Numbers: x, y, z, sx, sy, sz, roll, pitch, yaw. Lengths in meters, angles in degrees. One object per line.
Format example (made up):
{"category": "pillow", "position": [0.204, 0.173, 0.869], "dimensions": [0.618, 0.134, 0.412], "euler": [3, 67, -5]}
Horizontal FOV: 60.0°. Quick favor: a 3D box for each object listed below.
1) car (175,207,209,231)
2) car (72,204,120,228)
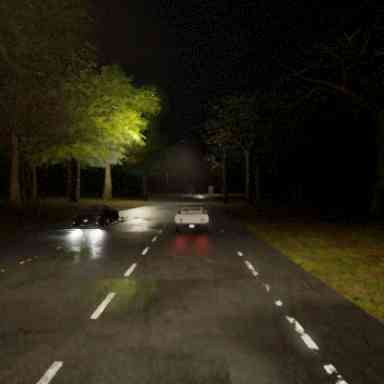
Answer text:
{"category": "car", "position": [-0.022, 1.552, 20.342], "dimensions": [1.895, 1.301, 4.718], "euler": [0, 0, 0]}
{"category": "car", "position": [-6.176, 1.517, 21.822], "dimensions": [1.994, 1.385, 4.181], "euler": [0, 0, 5]}
